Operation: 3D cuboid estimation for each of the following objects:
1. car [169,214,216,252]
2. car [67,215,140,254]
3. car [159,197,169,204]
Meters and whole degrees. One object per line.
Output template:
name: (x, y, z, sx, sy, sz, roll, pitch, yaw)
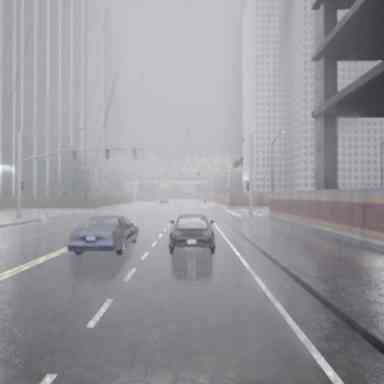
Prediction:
car: (0.009, 1.662, 14.379, 1.812, 1.442, 4.674, 0, 0, 0)
car: (-3.494, 1.680, 13.995, 2.033, 1.411, 5.357, 0, -1, 0)
car: (-6.972, 2.134, 82.945, 2.097, 1.767, 4.553, 0, -1, 0)
